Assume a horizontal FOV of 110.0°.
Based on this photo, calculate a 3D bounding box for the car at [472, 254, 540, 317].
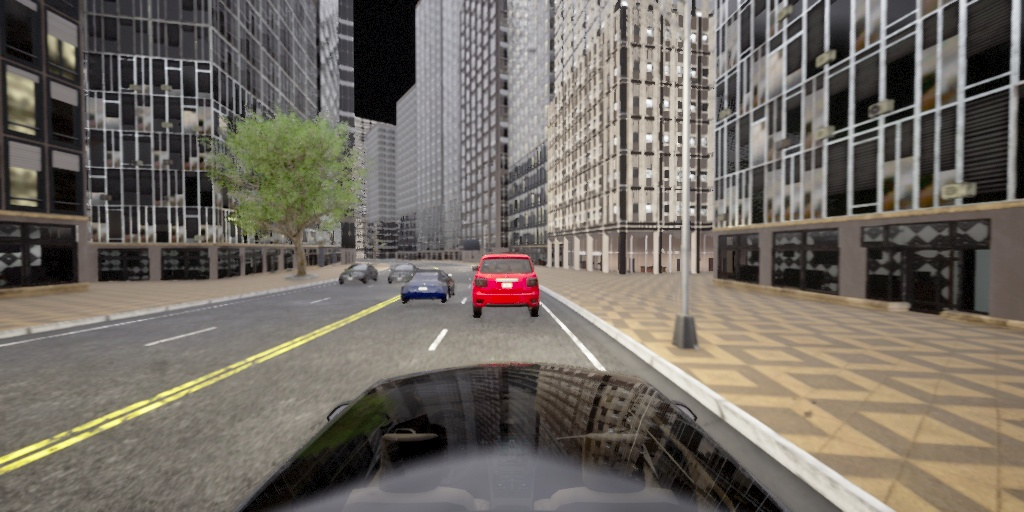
[{"bbox_3d":[-0.288,0.958,13.300,2.150,2.045,5.566,0,0,-3],"label":"car"}]

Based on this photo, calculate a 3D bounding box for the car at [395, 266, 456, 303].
[{"bbox_3d":[-3.771,1.306,16.675,1.994,1.385,4.181,0,0,-4],"label":"car"}]

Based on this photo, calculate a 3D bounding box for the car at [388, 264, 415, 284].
[{"bbox_3d":[-8.045,1.309,27.114,1.812,1.442,4.674,0,0,-7],"label":"car"}]

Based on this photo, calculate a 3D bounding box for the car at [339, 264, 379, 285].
[{"bbox_3d":[-11.269,1.298,26.697,1.812,1.442,4.674,0,0,-7],"label":"car"}]
